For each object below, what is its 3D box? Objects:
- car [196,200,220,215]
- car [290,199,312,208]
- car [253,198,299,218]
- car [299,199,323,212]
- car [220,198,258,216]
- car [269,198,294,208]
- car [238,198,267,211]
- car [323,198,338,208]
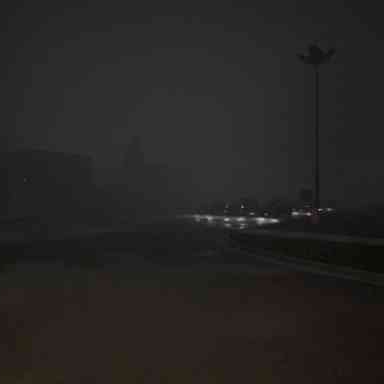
[{"bbox_3d":[2.290,1.617,35.603,1.812,1.442,4.674,0,0,34],"label":"car"},{"bbox_3d":[16.315,1.678,49.585,1.895,1.301,4.718,0,0,35],"label":"car"},{"bbox_3d":[8.074,1.606,31.695,2.033,1.411,5.357,0,0,35],"label":"car"},{"bbox_3d":[13.800,1.564,39.896,1.837,1.490,4.892,0,0,35],"label":"car"},{"bbox_3d":[5.140,1.427,33.606,2.097,1.767,4.553,0,0,35],"label":"car"},{"bbox_3d":[14.256,1.641,52.727,2.033,1.411,5.357,0,0,35],"label":"car"},{"bbox_3d":[8.020,1.598,43.843,1.837,1.490,4.892,0,0,35],"label":"car"},{"bbox_3d":[19.879,1.608,48.589,2.033,1.411,5.357,0,0,35],"label":"car"}]
